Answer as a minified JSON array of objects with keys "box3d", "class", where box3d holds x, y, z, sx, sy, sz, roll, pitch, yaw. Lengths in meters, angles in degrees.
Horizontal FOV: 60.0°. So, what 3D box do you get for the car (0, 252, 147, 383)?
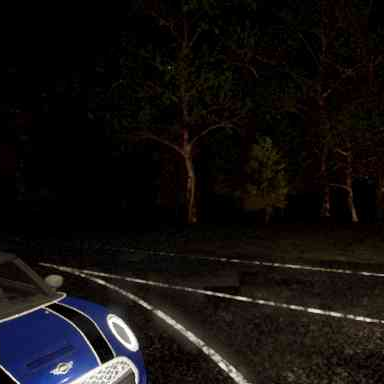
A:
[{"box3d":[-2.692,1.517,3.772,4.553,1.767,2.097,-3,0,35],"class":"car"}]
